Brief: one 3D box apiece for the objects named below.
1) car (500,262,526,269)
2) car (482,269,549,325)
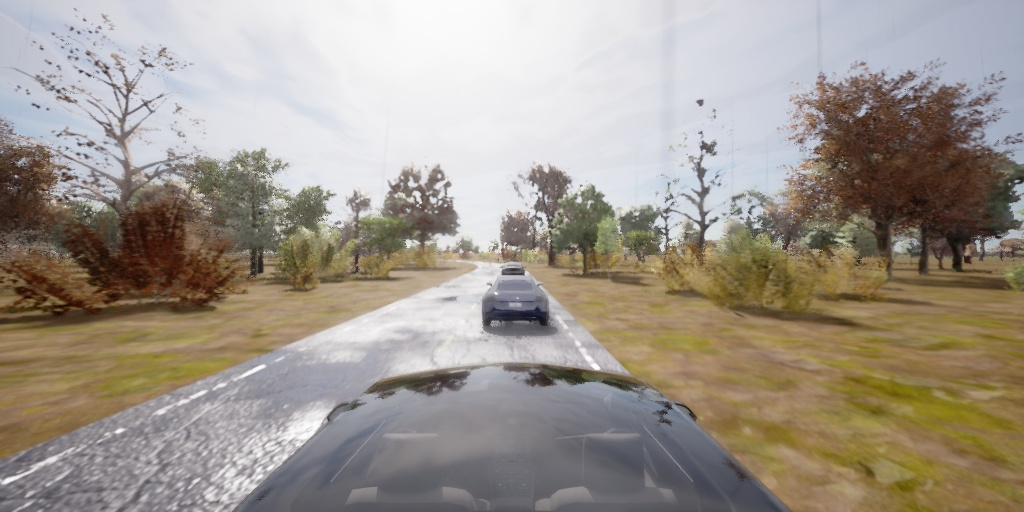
[{"bbox_3d":[0.095,1.249,29.360,1.837,1.490,4.892,0,0,0],"label":"car"},{"bbox_3d":[0.097,1.314,11.853,1.994,1.385,4.181,0,0,0],"label":"car"}]
